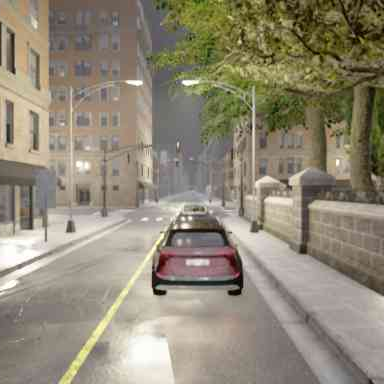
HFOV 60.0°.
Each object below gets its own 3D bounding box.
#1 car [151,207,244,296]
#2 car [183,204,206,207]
[{"bbox_3d":[0.113,1.406,8.608,2.033,1.649,4.856,0,0,0],"label":"car"},{"bbox_3d":[0.127,1.452,18.454,1.837,1.490,4.892,0,0,0],"label":"car"}]
